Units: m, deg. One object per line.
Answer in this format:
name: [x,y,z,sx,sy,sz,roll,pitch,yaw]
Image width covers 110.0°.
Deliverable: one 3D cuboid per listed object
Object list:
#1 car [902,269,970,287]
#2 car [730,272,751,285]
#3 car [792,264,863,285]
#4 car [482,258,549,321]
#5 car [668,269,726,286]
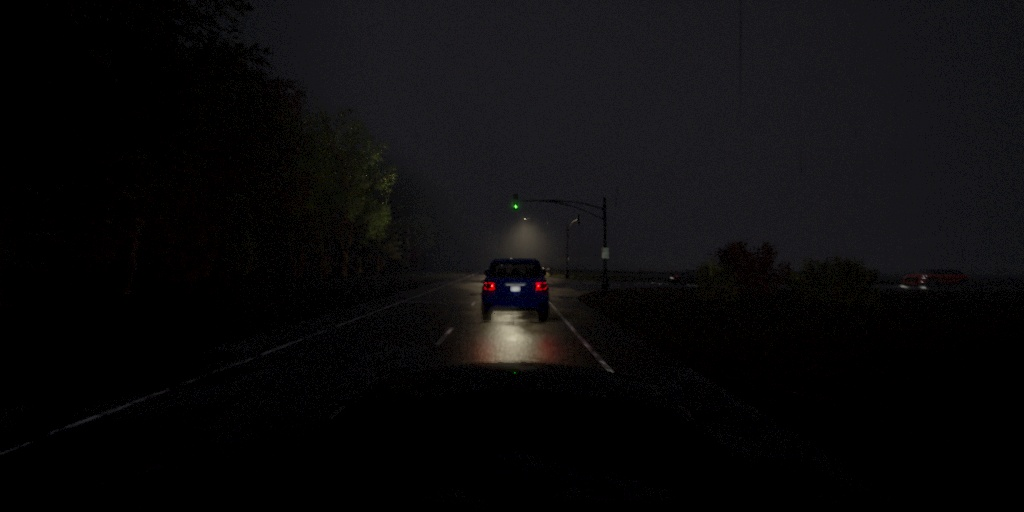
car: [39.616,1.972,33.594,4.553,1.767,2.097,1,-2,0]
car: [19.413,1.947,33.694,5.357,1.411,2.033,1,-2,0]
car: [29.603,1.732,33.658,5.566,2.045,2.150,1,-2,0]
car: [0.116,1.111,13.318,2.150,2.045,5.566,0,-1,0]
car: [15.297,1.810,29.947,4.181,1.385,1.994,1,-2,-1]
